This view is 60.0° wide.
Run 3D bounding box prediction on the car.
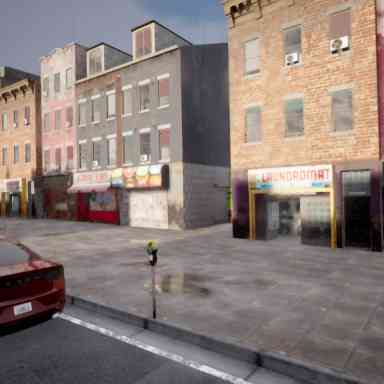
[{"bbox_3d":[-4.379,1.486,6.115,5.008,1.535,1.882,0,0,36],"label":"car"}]
